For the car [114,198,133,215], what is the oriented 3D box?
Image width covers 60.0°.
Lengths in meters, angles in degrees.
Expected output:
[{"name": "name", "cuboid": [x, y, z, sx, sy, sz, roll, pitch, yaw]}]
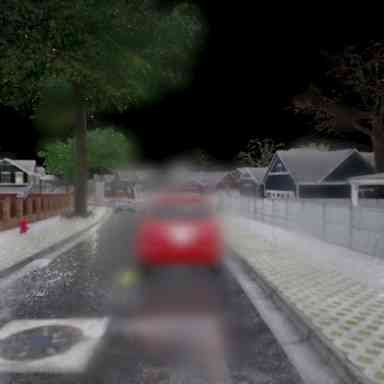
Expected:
[{"name": "car", "cuboid": [-6.302, 1.341, 31.887, 1.837, 1.490, 4.892, 0, 0, -11]}]

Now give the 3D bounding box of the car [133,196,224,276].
[{"name": "car", "cuboid": [-0.396, 1.151, 10.350, 2.150, 2.045, 5.566, 0, 0, -4]}]

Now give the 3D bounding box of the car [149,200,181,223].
[{"name": "car", "cuboid": [-2.202, 1.395, 25.651, 2.033, 1.411, 5.357, 0, 0, -9]}]
